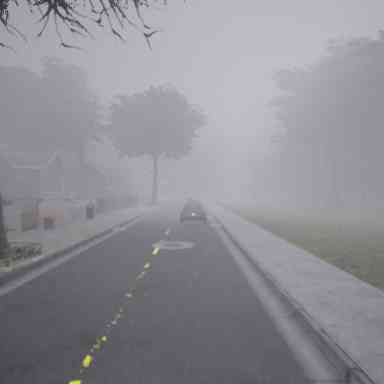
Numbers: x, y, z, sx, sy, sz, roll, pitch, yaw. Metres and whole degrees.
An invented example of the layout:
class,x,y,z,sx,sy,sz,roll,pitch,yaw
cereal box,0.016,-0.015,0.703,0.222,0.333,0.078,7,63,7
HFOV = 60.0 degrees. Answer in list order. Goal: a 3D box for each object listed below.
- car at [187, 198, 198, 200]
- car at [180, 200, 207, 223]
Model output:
class,x,y,z,sx,sy,sz,roll,pitch,yaw
car,0.108,1.485,42.787,1.837,1.490,4.892,0,0,0
car,0.105,1.558,25.627,1.994,1.385,4.181,0,0,0
